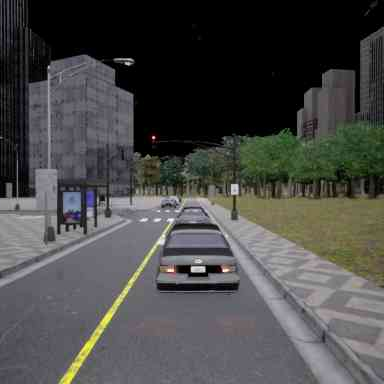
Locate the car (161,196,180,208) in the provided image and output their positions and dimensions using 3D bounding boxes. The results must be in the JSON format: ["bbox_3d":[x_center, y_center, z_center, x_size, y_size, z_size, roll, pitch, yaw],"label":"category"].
[{"bbox_3d":[-3.129,1.519,45.811,1.994,1.385,4.181,0,0,-1],"label":"car"}]

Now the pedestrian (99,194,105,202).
[{"bbox_3d":[-10.108,1.051,37.307,0.375,1.860,0.375,0,0,1],"label":"pedestrian"}]

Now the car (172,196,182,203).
[{"bbox_3d":[-3.079,1.516,68.623,1.895,1.301,4.718,0,0,0],"label":"car"}]

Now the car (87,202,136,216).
[{"bbox_3d":[-7.687,1.572,31.668,4.718,1.301,1.895,0,0,-8],"label":"car"}]

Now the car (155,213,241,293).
[{"bbox_3d":[0.094,1.545,8.961,2.033,1.411,5.357,0,0,-1],"label":"car"}]

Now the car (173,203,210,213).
[{"bbox_3d":[0.071,1.554,19.239,1.994,1.385,4.181,0,0,0],"label":"car"}]

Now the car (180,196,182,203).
[{"bbox_3d":[-3.124,1.465,55.657,1.812,1.442,4.674,0,0,0],"label":"car"}]
